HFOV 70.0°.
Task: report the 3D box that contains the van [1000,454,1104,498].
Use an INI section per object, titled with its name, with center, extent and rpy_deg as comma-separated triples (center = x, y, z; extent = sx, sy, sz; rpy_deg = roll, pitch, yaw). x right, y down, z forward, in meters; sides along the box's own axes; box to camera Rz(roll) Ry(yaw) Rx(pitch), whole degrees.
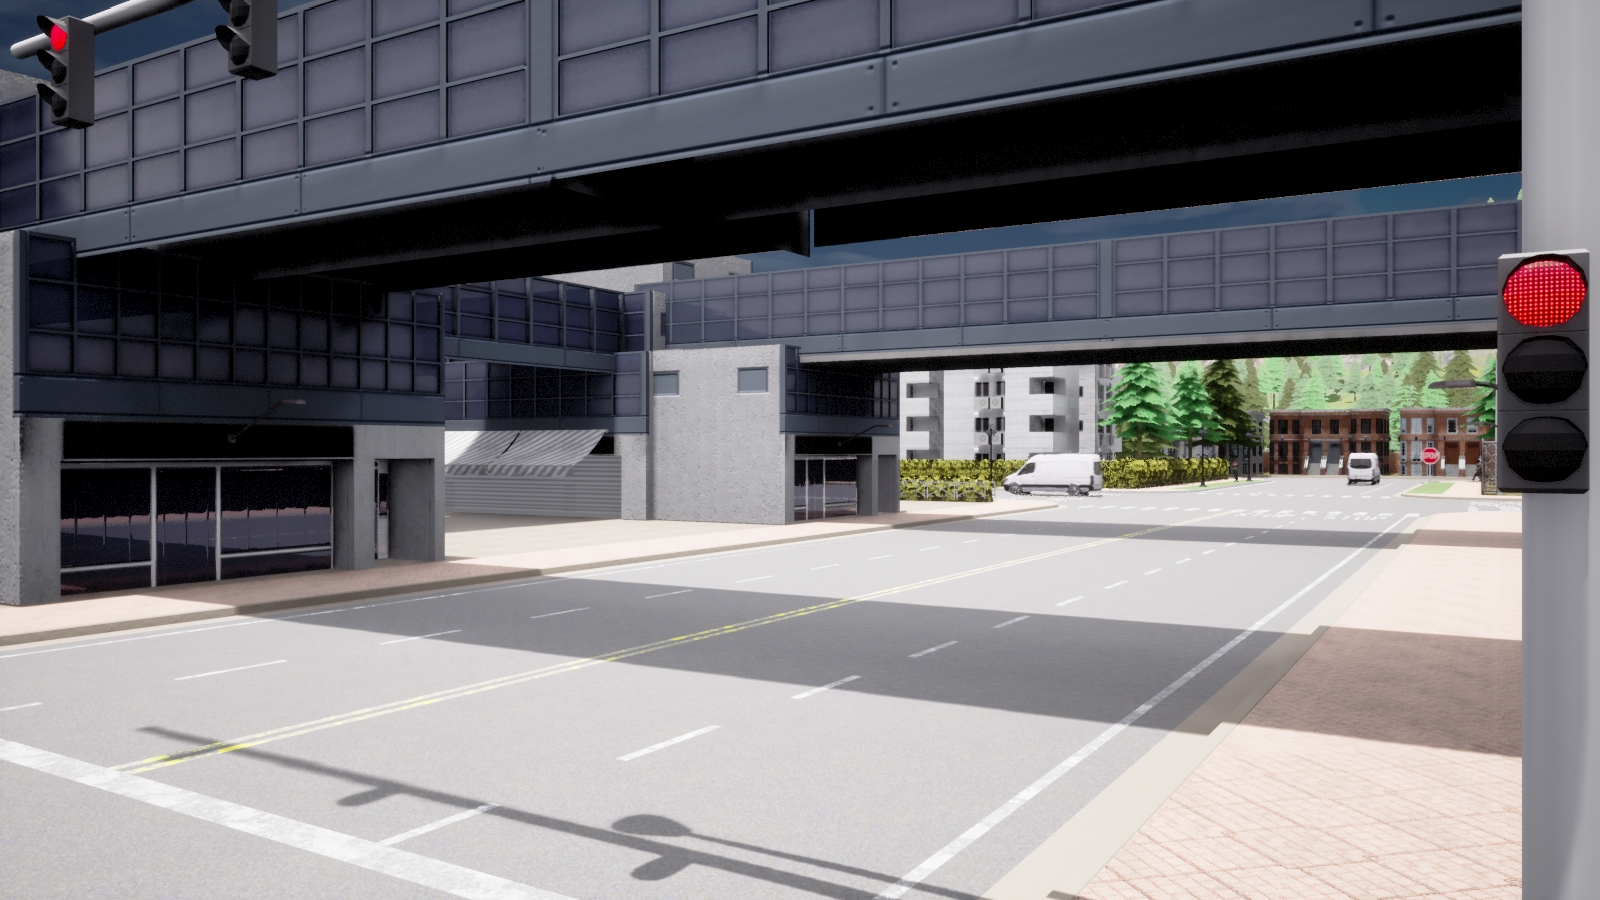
[van]
center = 15.364, 1.534, 69.814
extent = 5.915, 2.561, 1.988
rpy_deg = 0, 0, 31
